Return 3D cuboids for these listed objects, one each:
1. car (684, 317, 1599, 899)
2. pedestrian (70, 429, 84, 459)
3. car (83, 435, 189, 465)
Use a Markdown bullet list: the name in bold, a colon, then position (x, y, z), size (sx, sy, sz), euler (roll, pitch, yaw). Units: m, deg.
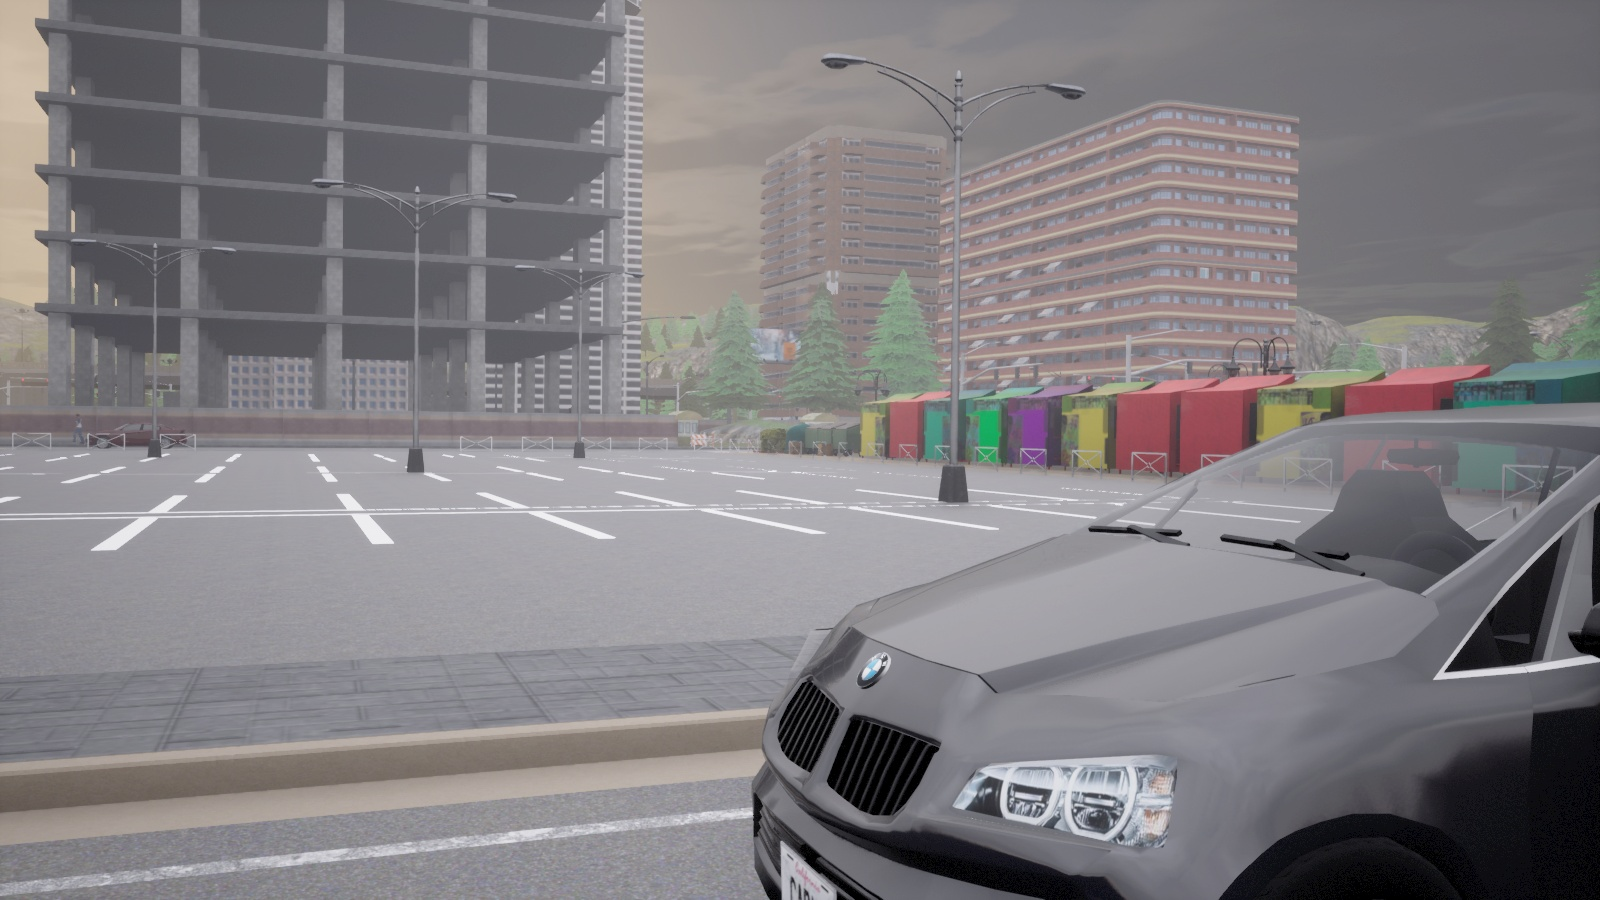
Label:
- **car**: position (2.168, 0.553, 4.061), size (4.611, 1.667, 2.242), euler (-1, 1, -21)
- **pedestrian**: position (-43.587, -0.361, 75.722), size (0.706, 1.836, 0.354), euler (-1, 1, -28)
- **car**: position (-36.933, -0.020, 69.992), size (5.008, 1.535, 1.882), euler (-1, 1, -23)
